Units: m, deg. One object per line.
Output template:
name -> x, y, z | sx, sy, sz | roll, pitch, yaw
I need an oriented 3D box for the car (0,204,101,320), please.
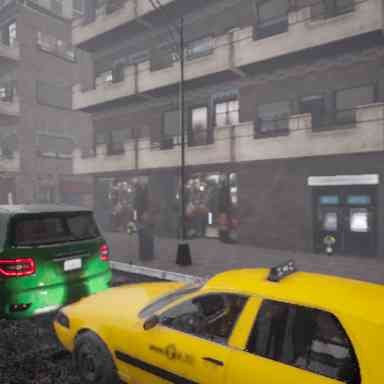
car -> -4.080, 1.260, 6.911 | 5.566, 2.045, 2.150 | 0, 0, 36

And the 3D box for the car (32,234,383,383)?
car -> 0.654, 1.479, 3.489 | 5.366, 1.575, 1.801 | 0, 0, 36
